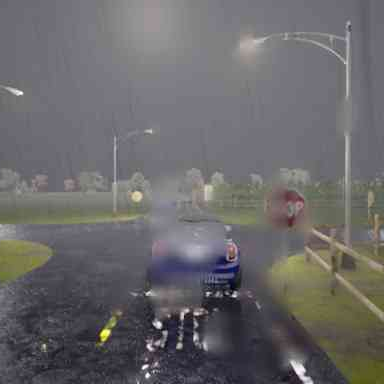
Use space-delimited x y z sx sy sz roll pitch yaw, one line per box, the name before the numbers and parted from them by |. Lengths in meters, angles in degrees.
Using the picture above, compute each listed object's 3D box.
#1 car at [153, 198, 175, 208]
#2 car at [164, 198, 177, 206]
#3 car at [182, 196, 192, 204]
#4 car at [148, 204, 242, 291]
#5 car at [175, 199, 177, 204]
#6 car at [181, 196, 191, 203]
car | -3.184 1.552 36.392 1.882 1.535 5.008 0 0 -1
car | -3.599 1.706 56.461 1.895 1.301 4.718 0 0 -1
car | -1.064 1.681 66.438 1.994 1.385 4.181 0 0 -2
car | 0.064 1.375 9.255 2.097 1.767 4.553 0 0 0
car | -3.380 1.638 46.350 2.033 1.411 5.357 0 0 -1
car | -1.411 1.652 76.223 2.128 1.511 4.902 0 0 -2
